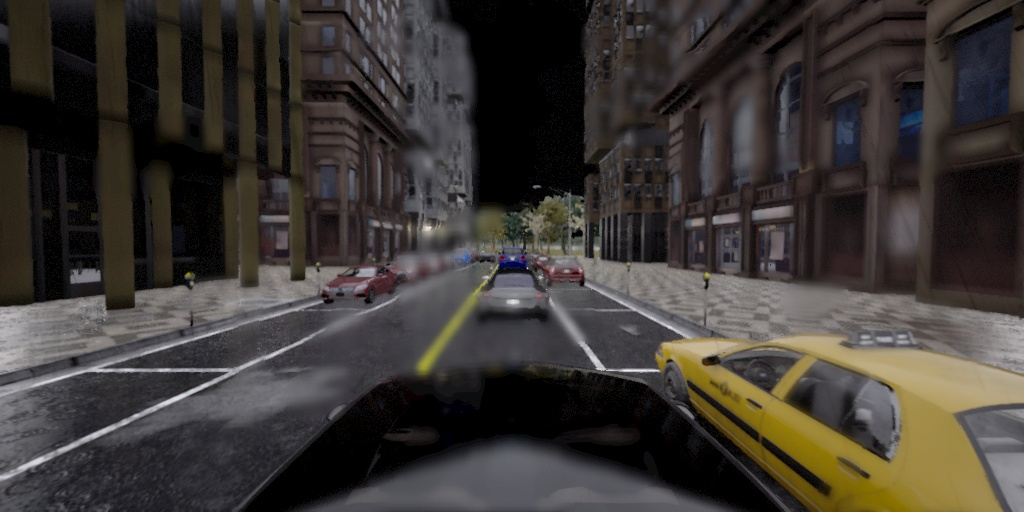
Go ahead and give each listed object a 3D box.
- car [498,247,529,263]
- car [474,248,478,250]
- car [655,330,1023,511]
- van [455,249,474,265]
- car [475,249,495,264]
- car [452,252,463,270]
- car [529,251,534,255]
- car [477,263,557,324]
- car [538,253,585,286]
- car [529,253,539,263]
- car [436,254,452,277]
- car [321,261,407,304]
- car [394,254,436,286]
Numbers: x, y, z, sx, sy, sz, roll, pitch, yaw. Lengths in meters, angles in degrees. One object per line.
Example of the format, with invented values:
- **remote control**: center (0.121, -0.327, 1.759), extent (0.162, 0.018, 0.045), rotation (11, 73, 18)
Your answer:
- **car**: center (0.051, 0.260, 29.968), extent (2.150, 2.045, 5.566), rotation (0, 2, 0)
- **car**: center (-5.837, -0.206, 53.837), extent (2.192, 1.841, 5.009), rotation (0, 0, 0)
- **car**: center (2.761, 1.246, 2.985), extent (1.751, 1.417, 4.829), rotation (0, 0, 0)
- **van**: center (-5.821, 0.080, 42.504), extent (1.690, 1.789, 3.998), rotation (0, 0, 0)
- **car**: center (-3.149, 0.210, 45.794), extent (2.033, 1.411, 5.357), rotation (0, 1, 0)
- **car**: center (-5.805, 0.559, 31.169), extent (2.007, 1.370, 4.403), rotation (0, 0, 0)
- **car**: center (2.713, 0.425, 36.819), extent (2.007, 1.370, 4.403), rotation (0, 0, 0)
- **car**: center (0.056, 1.072, 10.893), extent (1.994, 1.385, 4.181), rotation (0, 1, 0)
- **car**: center (2.737, 0.724, 19.815), extent (1.967, 1.591, 4.097), rotation (0, 0, 0)
- **car**: center (2.721, 0.592, 31.150), extent (1.802, 1.307, 4.207), rotation (0, 0, 0)
- **car**: center (-5.797, 0.584, 25.501), extent (1.967, 1.591, 4.097), rotation (0, 0, 0)
- **car**: center (-5.780, 1.007, 14.168), extent (1.802, 1.307, 4.207), rotation (0, 0, 0)
- **car**: center (-5.788, 0.723, 19.833), extent (1.967, 1.591, 4.097), rotation (0, 0, 0)
